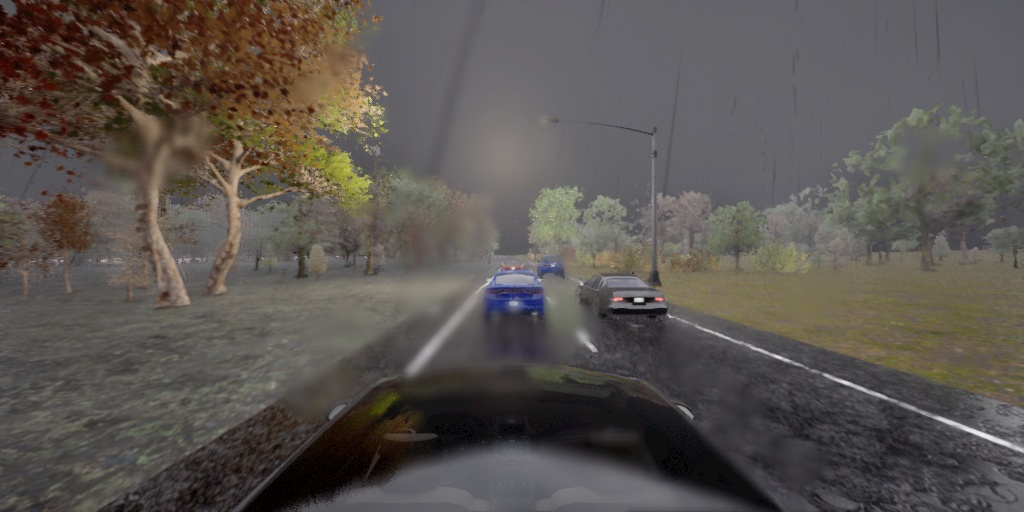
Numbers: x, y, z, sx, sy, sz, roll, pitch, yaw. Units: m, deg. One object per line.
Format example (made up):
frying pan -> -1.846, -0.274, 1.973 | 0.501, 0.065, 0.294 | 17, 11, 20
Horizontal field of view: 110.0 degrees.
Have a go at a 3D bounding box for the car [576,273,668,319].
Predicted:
car -> 3.600, 1.296, 12.687 | 2.033, 1.411, 5.357 | 0, 0, 0

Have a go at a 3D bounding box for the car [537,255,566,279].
car -> 3.594, 0.969, 33.247 | 2.150, 2.045, 5.566 | 0, 0, 0

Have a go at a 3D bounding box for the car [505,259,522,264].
car -> 0.095, 1.099, 33.117 | 2.097, 1.767, 4.553 | 0, 0, 0

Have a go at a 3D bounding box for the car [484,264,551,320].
car -> 0.107, 1.226, 12.678 | 1.882, 1.535, 5.008 | 0, 0, 0
